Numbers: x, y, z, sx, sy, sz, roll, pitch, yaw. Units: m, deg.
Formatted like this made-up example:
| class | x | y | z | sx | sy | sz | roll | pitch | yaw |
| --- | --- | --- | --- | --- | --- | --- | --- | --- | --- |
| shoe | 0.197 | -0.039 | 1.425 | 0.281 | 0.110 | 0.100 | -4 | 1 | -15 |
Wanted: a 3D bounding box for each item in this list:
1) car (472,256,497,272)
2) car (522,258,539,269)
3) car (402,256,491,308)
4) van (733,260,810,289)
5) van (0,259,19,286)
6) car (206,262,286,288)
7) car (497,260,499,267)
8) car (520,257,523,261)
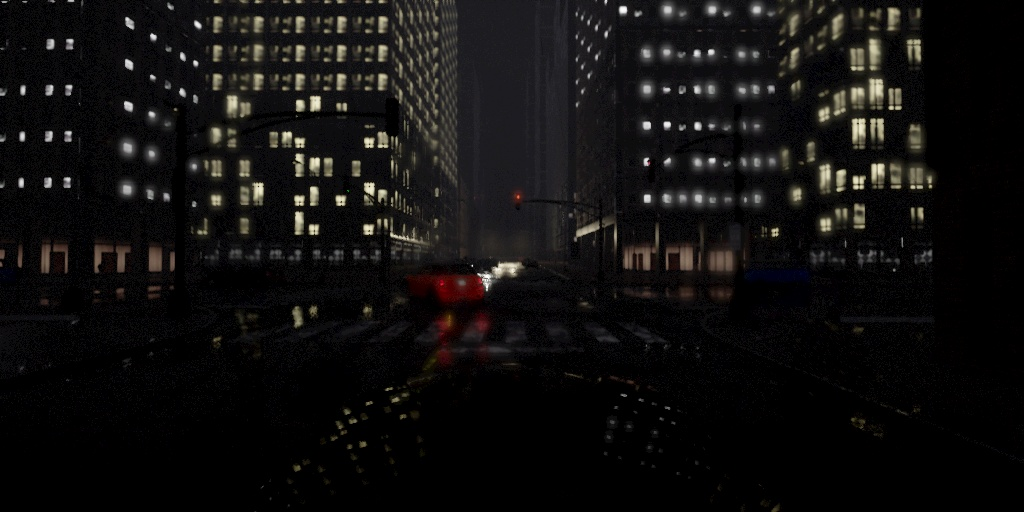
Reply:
| class | x | y | z | sx | sy | sz | roll | pitch | yaw |
| --- | --- | --- | --- | --- | --- | --- | --- | --- | --- |
| car | -3.089 | 1.076 | 39.298 | 2.128 | 1.511 | 4.902 | 0 | 0 | 0 |
| car | 2.698 | 1.125 | 48.881 | 1.802 | 1.307 | 4.207 | 0 | 0 | 0 |
| car | -3.043 | 1.042 | 15.198 | 2.097 | 1.767 | 4.553 | -1 | 0 | -34 |
| van | 15.984 | 1.113 | 22.157 | 3.998 | 1.789 | 1.690 | 0 | 0 | 0 |
| van | -33.435 | 1.035 | 22.277 | 3.998 | 1.789 | 1.690 | 0 | 0 | 0 |
| car | -16.489 | 1.158 | 22.236 | 4.097 | 1.591 | 1.967 | 0 | 0 | 0 |
| car | -3.071 | 1.042 | 55.006 | 1.812 | 1.442 | 4.674 | 0 | 0 | 0 |
| car | 2.701 | 1.020 | 60.207 | 1.751 | 1.417 | 4.829 | 0 | 0 | 0 |
